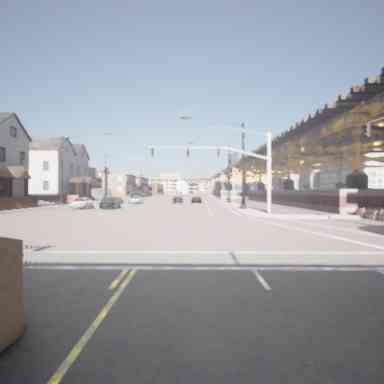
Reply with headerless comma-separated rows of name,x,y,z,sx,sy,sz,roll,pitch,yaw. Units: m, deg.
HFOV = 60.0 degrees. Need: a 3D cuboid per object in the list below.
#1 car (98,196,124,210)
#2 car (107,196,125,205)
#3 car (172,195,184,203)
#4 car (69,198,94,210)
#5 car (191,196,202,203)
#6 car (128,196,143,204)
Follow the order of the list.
car,-10.276,1.416,41.844,1.837,1.490,4.892,0,0,2
car,-13.303,1.439,58.575,1.994,1.385,4.181,0,0,2
car,-2.644,1.359,63.148,2.128,1.511,4.902,0,0,1
car,-13.779,1.437,41.732,1.812,1.442,4.674,0,0,2
car,0.855,1.431,63.060,1.994,1.385,4.181,0,0,1
car,-9.807,1.403,58.385,1.812,1.442,4.674,0,0,2
